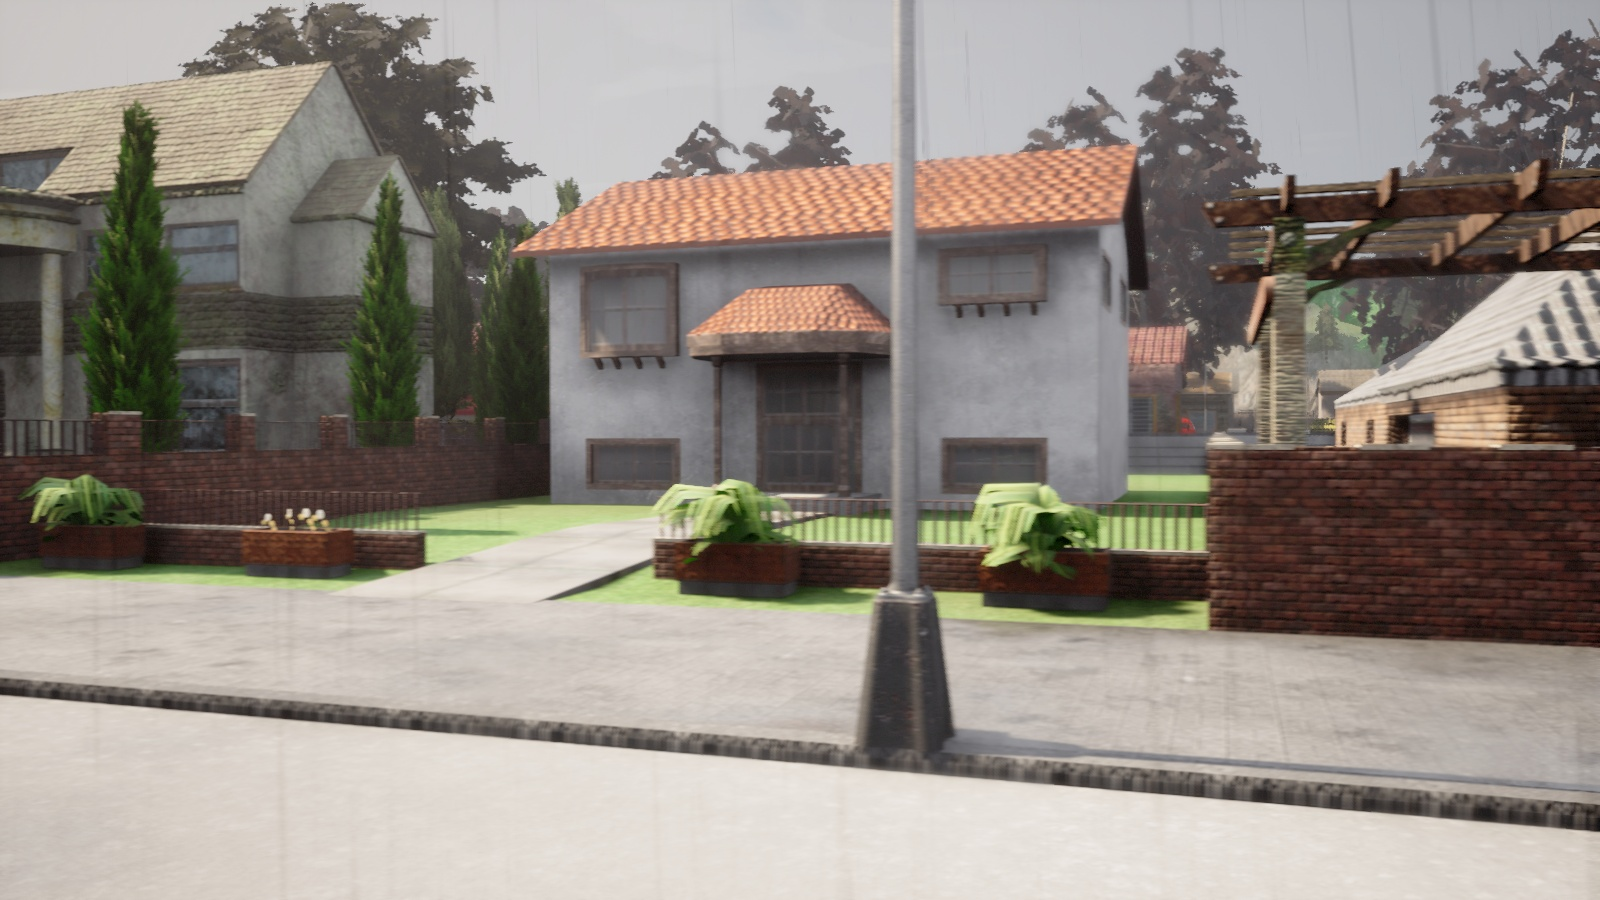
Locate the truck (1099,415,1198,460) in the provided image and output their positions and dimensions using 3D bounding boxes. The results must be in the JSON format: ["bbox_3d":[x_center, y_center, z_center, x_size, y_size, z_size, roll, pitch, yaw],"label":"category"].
[{"bbox_3d":[19.694,-0.722,70.944,5.204,2.467,2.627,1,1,19],"label":"truck"}]
